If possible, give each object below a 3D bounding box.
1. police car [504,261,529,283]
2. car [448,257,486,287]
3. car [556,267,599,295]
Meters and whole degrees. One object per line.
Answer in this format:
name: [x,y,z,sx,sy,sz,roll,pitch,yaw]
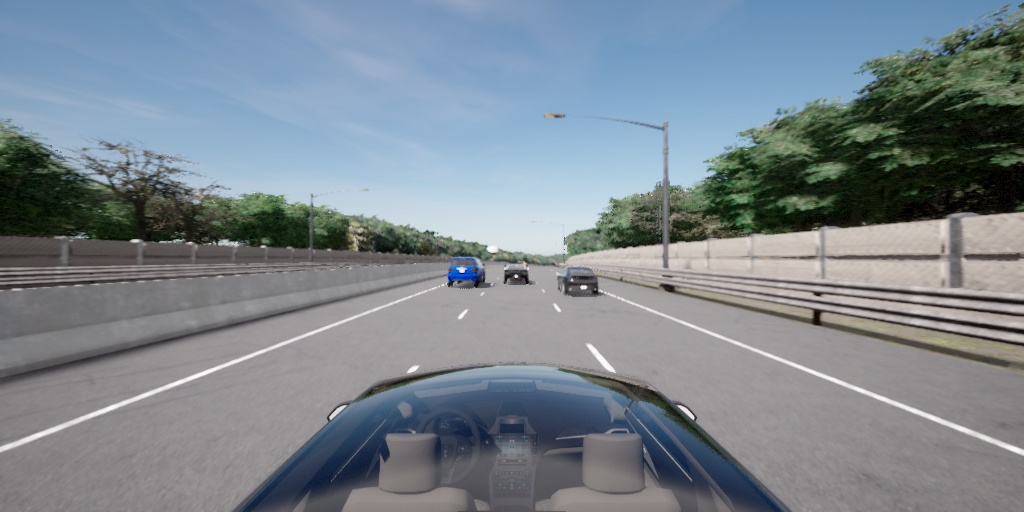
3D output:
police car: [0.374,1.332,29.618,1.930,1.638,5.238,0,0,1]
car: [-3.221,1.101,26.232,2.150,2.045,5.566,0,0,1]
car: [3.705,1.364,20.746,1.837,1.490,4.892,0,0,1]
